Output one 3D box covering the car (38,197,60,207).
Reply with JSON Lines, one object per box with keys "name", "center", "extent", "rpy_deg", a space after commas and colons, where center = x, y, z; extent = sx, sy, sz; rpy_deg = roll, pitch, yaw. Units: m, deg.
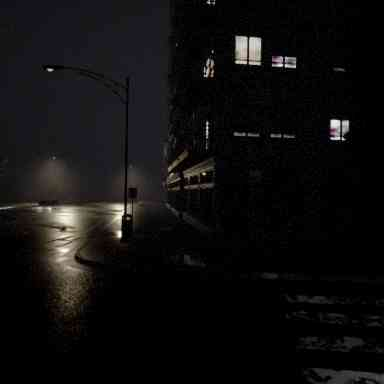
{"name": "car", "center": [-21.653, 1.489, 50.381], "extent": [1.895, 1.301, 4.718], "rpy_deg": [1, 0, -6]}
